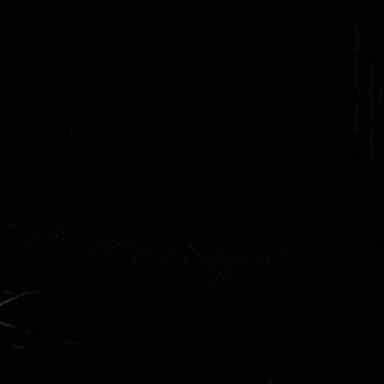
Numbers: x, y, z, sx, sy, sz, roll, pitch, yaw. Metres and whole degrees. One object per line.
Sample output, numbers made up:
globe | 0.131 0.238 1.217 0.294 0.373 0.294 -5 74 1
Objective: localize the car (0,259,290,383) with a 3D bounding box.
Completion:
car | -1.106 1.562 3.751 4.313 1.339 1.947 0 0 35
